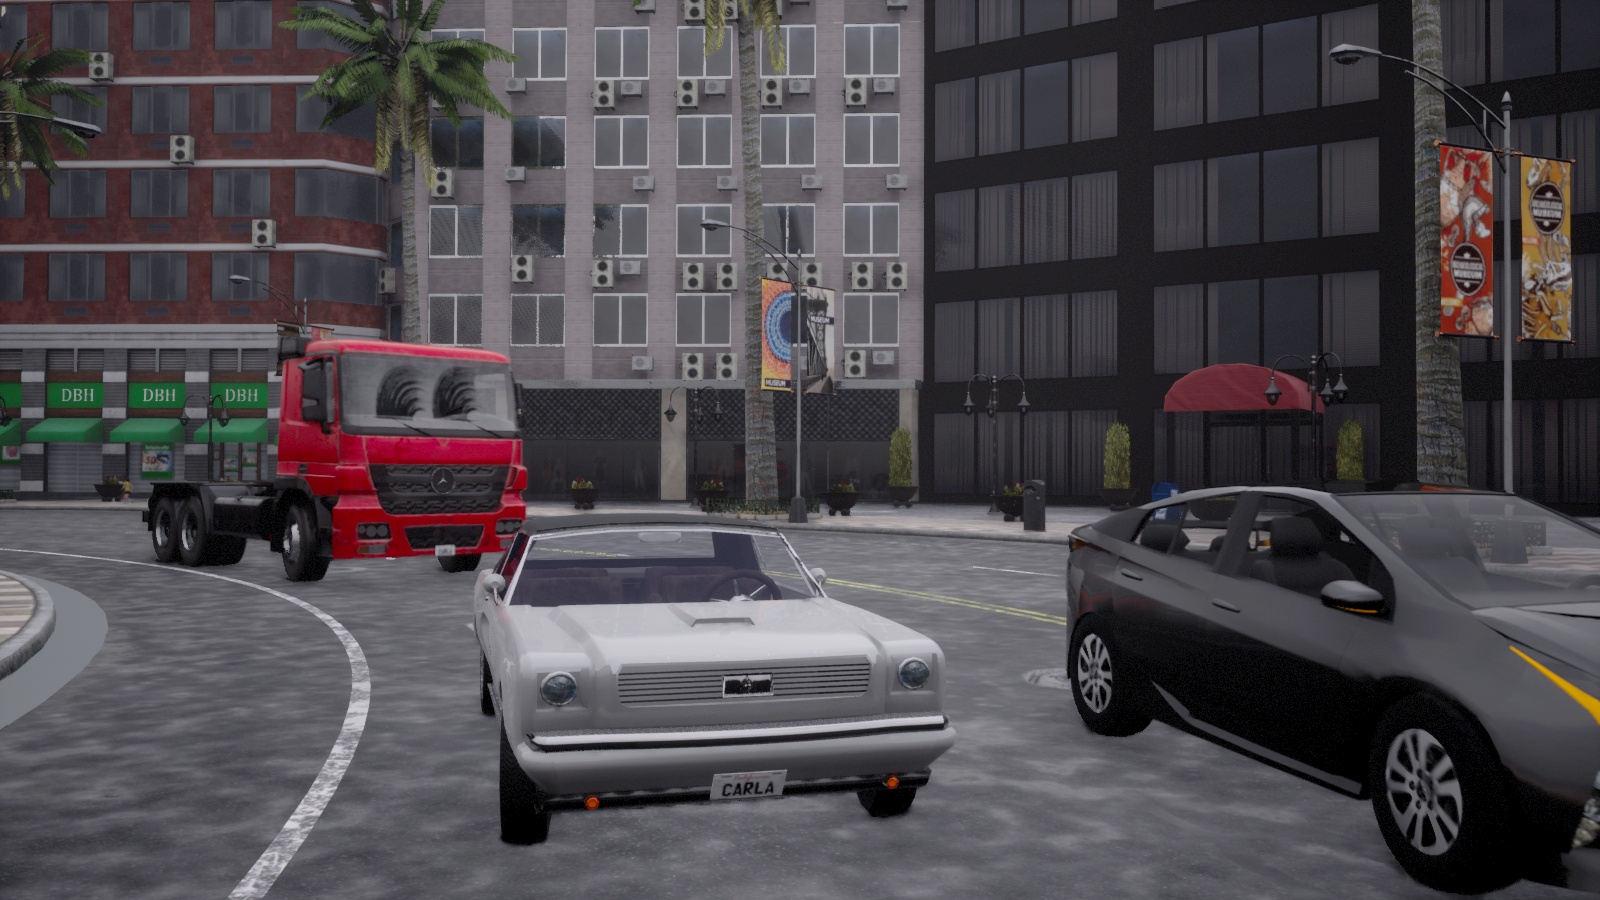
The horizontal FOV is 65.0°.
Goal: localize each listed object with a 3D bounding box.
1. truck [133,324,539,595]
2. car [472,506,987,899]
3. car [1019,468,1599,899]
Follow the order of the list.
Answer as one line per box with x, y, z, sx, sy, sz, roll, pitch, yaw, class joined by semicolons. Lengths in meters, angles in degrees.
-7.614;0.196;19.851;7.936;3.462;2.891;-1;-1;44;truck
-0.811;1.037;7.059;1.895;1.301;4.718;0;-1;-16;car
2.932;0.855;6.281;2.007;1.525;4.514;0;-1;-13;car
